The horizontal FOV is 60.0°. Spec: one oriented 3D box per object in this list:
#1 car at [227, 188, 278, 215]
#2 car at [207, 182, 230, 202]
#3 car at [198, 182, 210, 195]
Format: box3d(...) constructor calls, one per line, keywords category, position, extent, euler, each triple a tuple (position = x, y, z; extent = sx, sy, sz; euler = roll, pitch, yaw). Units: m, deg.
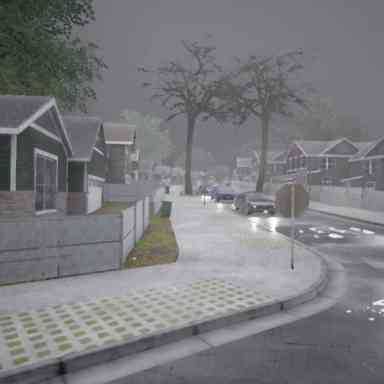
box3d(category="car", position=(4.212, 0.696, 22.886), extent=(2.033, 1.411, 5.357), euler=(1, 3, -6))
box3d(category="car", position=(3.105, 0.118, 33.334), extent=(1.882, 1.535, 5.008), euler=(1, 3, -6))
box3d(category="car", position=(1.967, -0.393, 44.141), extent=(2.128, 1.511, 4.902), euler=(1, 3, -6))
